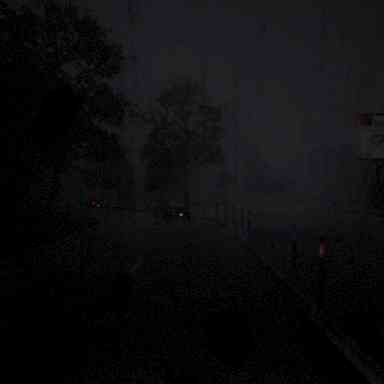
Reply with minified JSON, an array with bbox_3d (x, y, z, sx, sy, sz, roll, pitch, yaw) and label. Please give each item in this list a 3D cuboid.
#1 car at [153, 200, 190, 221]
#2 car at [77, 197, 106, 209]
[{"bbox_3d":[-1.527,1.335,24.785,1.812,1.442,4.674,0,1,-20],"label":"car"},{"bbox_3d":[-11.931,1.259,39.375,1.895,1.301,4.718,0,0,-38],"label":"car"}]
